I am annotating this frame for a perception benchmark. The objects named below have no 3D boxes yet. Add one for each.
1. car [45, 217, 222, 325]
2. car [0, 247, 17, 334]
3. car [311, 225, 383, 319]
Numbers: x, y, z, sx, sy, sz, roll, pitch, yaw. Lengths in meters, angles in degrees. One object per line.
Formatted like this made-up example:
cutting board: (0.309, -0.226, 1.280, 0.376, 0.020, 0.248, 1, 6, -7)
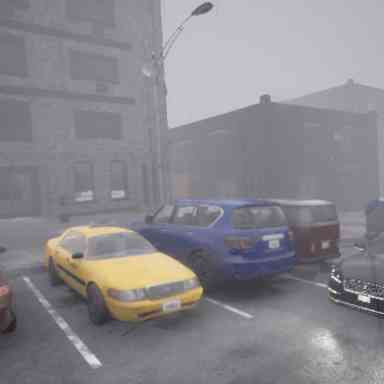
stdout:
car: (-1.877, 1.459, 7.439, 1.946, 1.575, 5.366, 0, 0, -36)
car: (-4.356, 1.522, 5.894, 2.002, 1.452, 4.674, 0, 0, -36)
car: (4.745, 1.453, 6.766, 4.892, 1.490, 1.837, 0, 0, -35)
